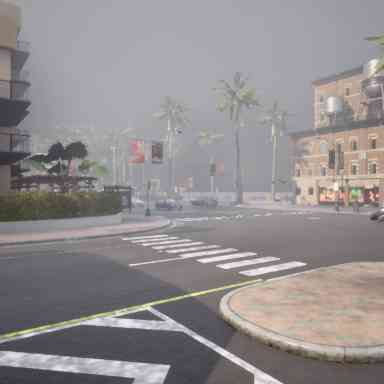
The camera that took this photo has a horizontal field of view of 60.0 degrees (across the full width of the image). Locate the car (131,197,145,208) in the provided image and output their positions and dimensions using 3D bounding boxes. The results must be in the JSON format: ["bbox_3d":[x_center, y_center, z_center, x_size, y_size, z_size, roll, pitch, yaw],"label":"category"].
[{"bbox_3d":[-8.815,1.526,49.846,1.812,1.442,4.674,0,0,-35],"label":"car"}]

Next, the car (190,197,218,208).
[{"bbox_3d":[1.625,1.491,47.467,2.128,1.511,4.902,0,0,-35],"label":"car"}]

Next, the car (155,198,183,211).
[{"bbox_3d":[-3.007,1.526,41.544,1.812,1.442,4.674,0,0,-35],"label":"car"}]

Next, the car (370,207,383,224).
[{"bbox_3d":[14.991,1.547,22.304,2.033,1.411,5.357,0,0,-35],"label":"car"}]
